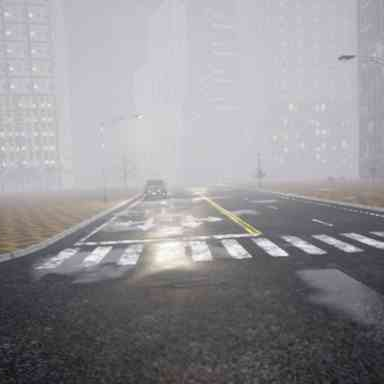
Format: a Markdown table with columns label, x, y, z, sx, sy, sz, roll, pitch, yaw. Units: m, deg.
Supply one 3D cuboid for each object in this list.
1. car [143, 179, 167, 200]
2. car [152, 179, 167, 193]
| label | x | y | z | sx | sy | sz | roll | pitch | yaw |
| --- | --- | --- | --- | --- | --- | --- | --- | --- | --- |
| car | -3.800 | -0.318 | 34.693 | 2.150 | 2.045 | 5.566 | -3 | 3 | -3 |
| car | -4.688 | -0.876 | 48.114 | 2.097 | 1.767 | 4.553 | -3 | 3 | -5 |
